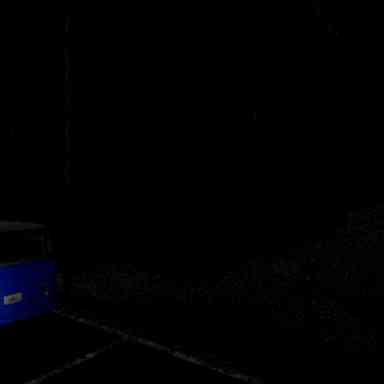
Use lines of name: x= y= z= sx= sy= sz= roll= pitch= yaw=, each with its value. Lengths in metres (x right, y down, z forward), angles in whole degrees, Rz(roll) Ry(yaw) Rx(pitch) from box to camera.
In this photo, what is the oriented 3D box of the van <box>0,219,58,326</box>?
van: x=-4.176 y=1.364 z=6.051 sx=3.998 sy=1.788 sz=1.690 roll=0 pitch=0 yaw=35
